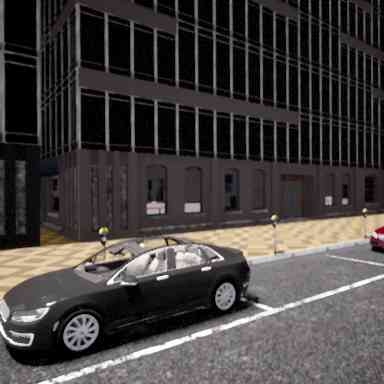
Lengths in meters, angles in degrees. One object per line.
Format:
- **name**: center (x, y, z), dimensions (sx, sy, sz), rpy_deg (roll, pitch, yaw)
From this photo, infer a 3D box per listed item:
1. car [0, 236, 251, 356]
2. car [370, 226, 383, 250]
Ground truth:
- **car**: center (-0.881, 1.530, 5.925), dimensions (4.403, 1.369, 2.008), rpy_deg (-1, 0, -35)
- **car**: center (8.401, 1.469, 12.516), dimensions (4.206, 1.307, 1.802), rpy_deg (-1, 0, -35)
